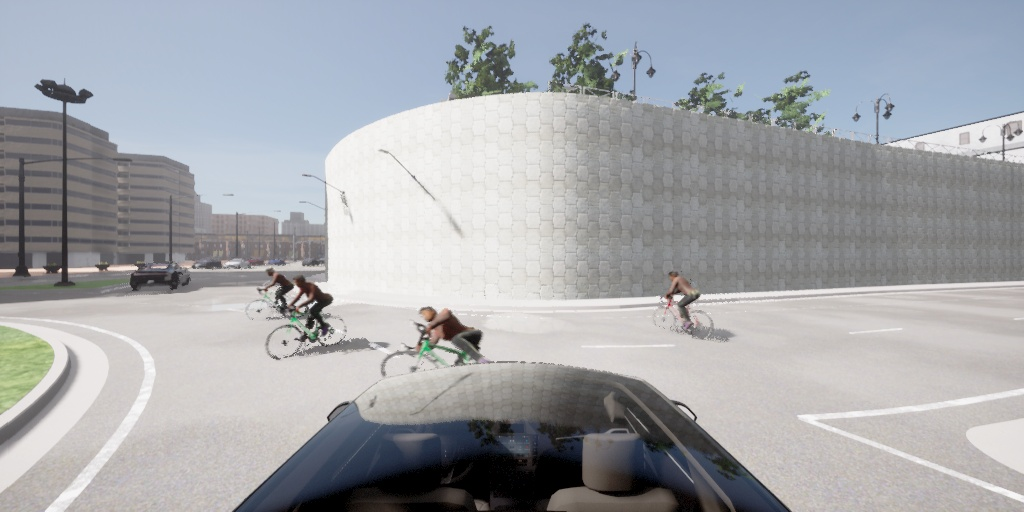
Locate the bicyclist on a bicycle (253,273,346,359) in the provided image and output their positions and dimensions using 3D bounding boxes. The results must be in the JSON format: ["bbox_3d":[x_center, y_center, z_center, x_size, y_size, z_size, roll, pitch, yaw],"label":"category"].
[{"bbox_3d":[-4.172,1.189,7.369,0.582,1.620,1.656,0,2,32],"label":"bicyclist on a bicycle"}]

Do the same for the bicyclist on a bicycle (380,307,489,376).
[{"bbox_3d":[-0.763,1.131,4.330,1.656,0.582,1.620,16,18,-27],"label":"bicyclist on a bicycle"}]

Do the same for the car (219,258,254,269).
[{"bbox_3d":[-39.323,1.146,51.378,1.812,1.442,4.674,0,0,-15],"label":"car"}]

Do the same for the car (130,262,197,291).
[{"bbox_3d":[-20.879,1.182,21.435,2.128,1.511,4.902,0,0,-33],"label":"car"}]

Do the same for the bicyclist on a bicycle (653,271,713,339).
[{"bbox_3d":[4.227,1.196,9.004,0.582,1.620,1.656,0,-2,-31],"label":"bicyclist on a bicycle"}]

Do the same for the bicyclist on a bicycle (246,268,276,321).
[{"bbox_3d":[-7.288,1.178,11.137,1.656,1.620,0.582,-2,1,-26],"label":"bicyclist on a bicycle"}]
